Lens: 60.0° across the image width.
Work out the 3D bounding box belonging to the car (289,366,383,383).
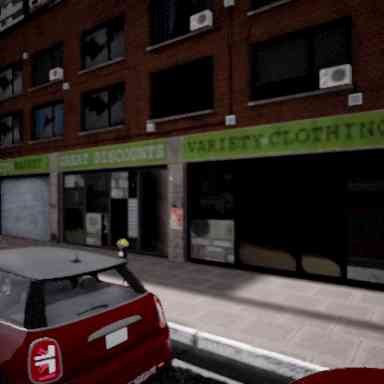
[{"bbox_3d":[2.321,1.542,1.071,4.507,1.381,1.887,0,0,35],"label":"car"}]

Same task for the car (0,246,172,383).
[{"bbox_3d":[-2.313,1.451,4.373,4.097,1.590,1.967,0,0,35],"label":"car"}]
